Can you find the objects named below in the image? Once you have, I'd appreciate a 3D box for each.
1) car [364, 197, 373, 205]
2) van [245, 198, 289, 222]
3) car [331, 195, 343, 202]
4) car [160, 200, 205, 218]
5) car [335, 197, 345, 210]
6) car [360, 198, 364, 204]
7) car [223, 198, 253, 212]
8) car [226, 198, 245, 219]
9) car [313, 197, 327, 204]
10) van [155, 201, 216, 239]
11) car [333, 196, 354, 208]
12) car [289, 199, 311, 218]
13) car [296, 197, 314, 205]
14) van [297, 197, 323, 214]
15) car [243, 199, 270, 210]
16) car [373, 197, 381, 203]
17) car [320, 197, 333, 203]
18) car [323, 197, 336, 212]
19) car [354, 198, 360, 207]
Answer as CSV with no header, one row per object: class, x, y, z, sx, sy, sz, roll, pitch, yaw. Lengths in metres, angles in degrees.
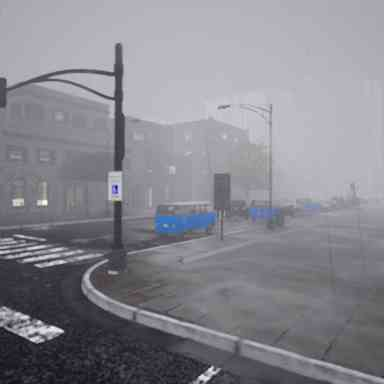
car,34.727,1.809,67.423,1.887,1.381,4.507,0,0,35
van,6.127,1.435,26.783,1.690,1.788,3.998,0,0,35
car,37.418,1.712,85.807,1.967,1.590,4.097,0,0,35
car,-0.814,1.558,31.481,1.752,1.417,4.829,0,0,35
car,18.838,1.729,44.845,1.947,1.339,4.313,0,0,35
car,28.470,1.748,58.531,1.752,1.417,4.829,0,0,35
car,5.641,1.506,40.652,1.967,1.590,4.097,0,0,35
car,4.871,1.431,29.493,2.097,1.767,4.553,1,0,35
car,27.786,1.728,72.121,1.752,1.417,4.829,0,0,35
van,-0.228,1.406,17.751,1.690,1.788,3.998,0,0,35
car,22.017,1.497,49.361,2.192,1.841,5.009,0,0,35
car,9.304,1.655,31.297,1.887,1.381,4.507,0,0,35
car,21.529,1.705,63.229,1.887,1.381,4.507,0,0,35
van,12.483,1.468,35.814,1.690,1.788,3.998,0,0,35
car,8.817,1.628,45.168,1.887,1.381,4.507,0,0,35
car,44.261,1.899,80.970,1.947,1.339,4.313,0,0,35
car,31.062,1.792,76.776,1.947,1.339,4.313,0,0,35
car,15.758,1.671,40.469,1.752,1.417,4.829,0,0,35
car,25.195,1.516,53.877,2.192,1.841,5.009,0,0,35
